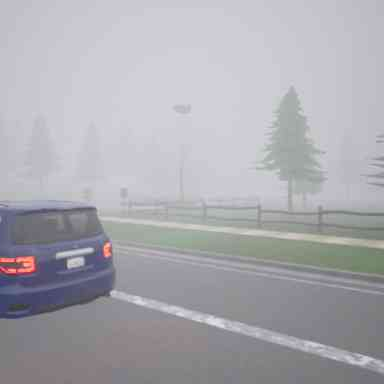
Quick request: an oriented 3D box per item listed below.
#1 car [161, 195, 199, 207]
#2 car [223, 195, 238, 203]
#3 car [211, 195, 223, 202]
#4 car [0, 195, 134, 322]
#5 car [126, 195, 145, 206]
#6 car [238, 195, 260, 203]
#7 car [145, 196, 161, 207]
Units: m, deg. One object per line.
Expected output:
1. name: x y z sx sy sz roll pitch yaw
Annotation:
1. car: -1.526 1.298 45.107 1.882 1.535 5.008 0 0 35
2. car: 8.538 1.362 65.353 1.994 1.385 4.181 0 0 35
3. car: 5.635 1.266 67.303 2.128 1.511 4.902 0 0 35
4. car: -3.975 1.175 6.788 5.566 2.045 2.150 1 0 36
5. car: -6.763 1.322 49.823 2.033 1.411 5.357 0 0 35
6. car: 11.222 1.329 63.093 1.837 1.490 4.892 0 0 35
7. car: -4.200 1.361 47.384 1.994 1.385 4.181 0 0 35
